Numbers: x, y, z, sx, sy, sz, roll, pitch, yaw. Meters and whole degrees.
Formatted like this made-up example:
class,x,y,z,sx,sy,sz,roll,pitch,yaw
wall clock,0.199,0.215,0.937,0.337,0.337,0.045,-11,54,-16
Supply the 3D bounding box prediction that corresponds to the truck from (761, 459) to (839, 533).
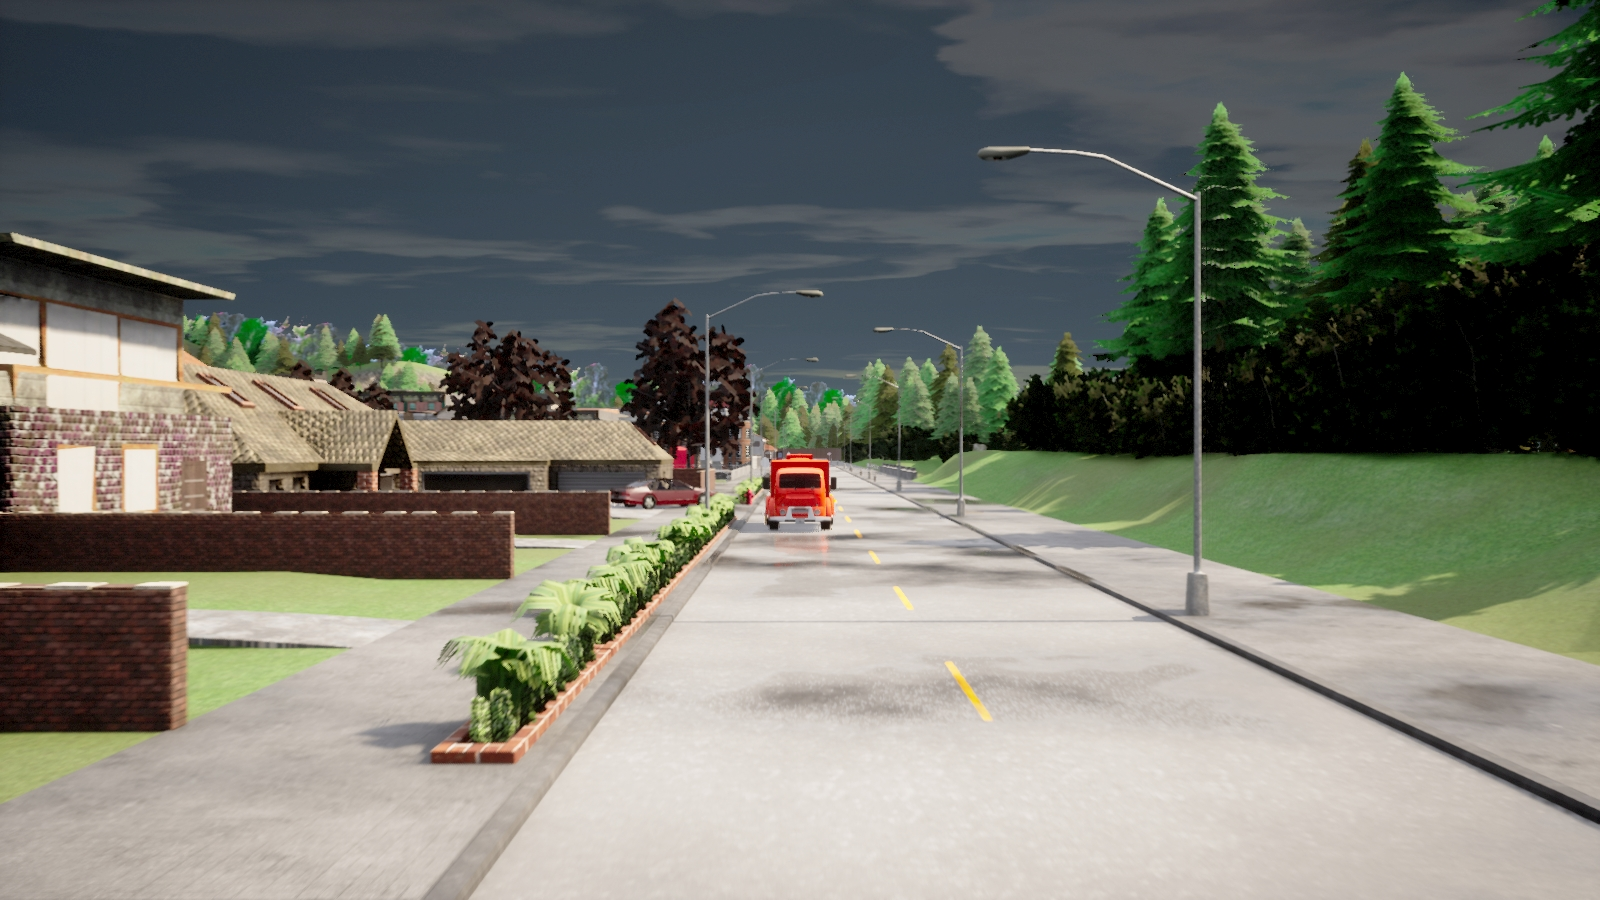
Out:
class,x,y,z,sx,sy,sz,roll,pitch,yaw
truck,-0.002,1.568,41.012,2.627,2.467,5.204,0,0,0
